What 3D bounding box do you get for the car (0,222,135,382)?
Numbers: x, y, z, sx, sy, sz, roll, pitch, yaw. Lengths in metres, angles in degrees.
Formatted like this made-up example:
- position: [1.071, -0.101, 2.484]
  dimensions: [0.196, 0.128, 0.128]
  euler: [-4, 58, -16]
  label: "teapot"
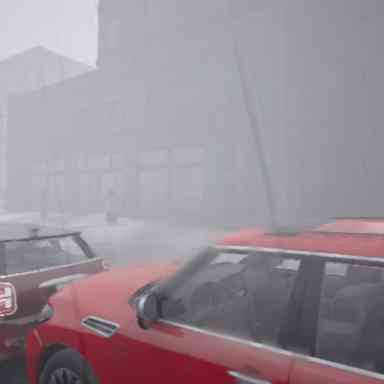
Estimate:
- position: [-3.454, 1.328, 5.779]
  dimensions: [4.553, 1.767, 2.185]
  euler: [0, 0, 35]
  label: "car"
